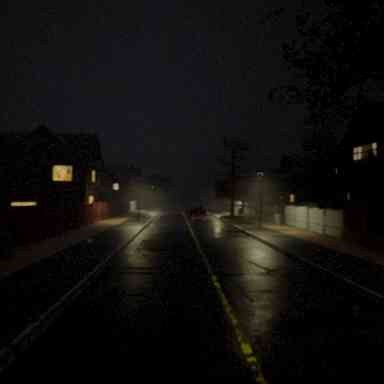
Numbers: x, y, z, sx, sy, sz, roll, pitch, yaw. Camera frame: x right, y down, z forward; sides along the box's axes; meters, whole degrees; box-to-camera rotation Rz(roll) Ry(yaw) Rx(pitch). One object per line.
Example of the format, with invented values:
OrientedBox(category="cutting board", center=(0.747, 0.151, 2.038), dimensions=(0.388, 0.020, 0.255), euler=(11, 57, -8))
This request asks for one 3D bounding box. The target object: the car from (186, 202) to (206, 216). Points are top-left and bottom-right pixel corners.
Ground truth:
OrientedBox(category="car", center=(0.585, 2.108, 40.370), dimensions=(1.882, 1.535, 5.008), euler=(1, -1, -3))
